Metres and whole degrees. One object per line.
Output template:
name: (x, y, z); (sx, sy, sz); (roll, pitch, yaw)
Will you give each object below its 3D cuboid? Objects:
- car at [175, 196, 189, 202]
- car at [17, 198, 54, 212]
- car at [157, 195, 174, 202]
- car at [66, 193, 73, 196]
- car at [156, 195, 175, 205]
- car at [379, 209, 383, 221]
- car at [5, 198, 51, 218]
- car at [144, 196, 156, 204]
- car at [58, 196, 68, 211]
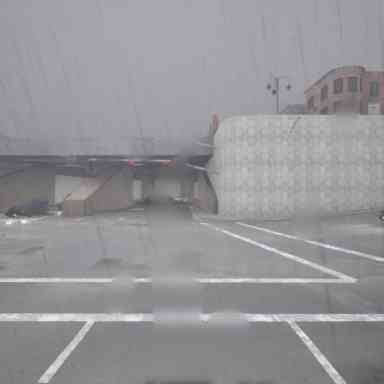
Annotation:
car: (-2.296, 1.524, 75.207); (1.812, 1.442, 4.674); (0, 0, 28)
car: (-18.524, 1.491, 39.630); (2.128, 1.511, 4.902); (0, 0, -1)
car: (-5.976, 1.500, 75.461); (1.837, 1.490, 4.892); (0, 0, 24)
car: (-18.863, 1.223, 52.902); (2.150, 2.045, 5.566); (0, 0, -1)
car: (-4.838, 1.490, 60.455); (2.128, 1.511, 4.902); (0, 0, 0)
car: (12.781, 0.873, 18.258); (4.674, 1.442, 1.812); (-7, 0, -1)
car: (-14.747, 1.548, 30.186); (2.033, 1.411, 5.357); (0, 0, -2)
car: (-8.119, 1.547, 65.029); (2.033, 1.411, 5.357); (0, 0, 4)
car: (-15.062, 1.525, 41.316); (1.812, 1.442, 4.674); (0, 0, -2)
